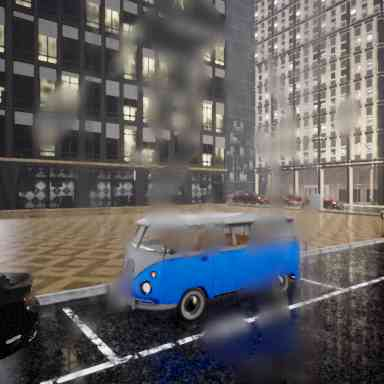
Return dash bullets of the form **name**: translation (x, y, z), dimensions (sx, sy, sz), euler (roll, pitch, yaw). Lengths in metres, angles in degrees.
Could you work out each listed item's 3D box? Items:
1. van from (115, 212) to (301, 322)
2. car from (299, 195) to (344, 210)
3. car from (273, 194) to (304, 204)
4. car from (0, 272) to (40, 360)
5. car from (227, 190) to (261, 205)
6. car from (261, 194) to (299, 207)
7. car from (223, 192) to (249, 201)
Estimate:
- **van**: translation (0.508, 1.341, 6.928), dimensions (3.998, 1.788, 1.690), euler (0, 0, -36)
- **car**: translation (14.083, 1.073, 35.615), dimensions (1.967, 1.590, 4.097), euler (1, 0, -36)
- **car**: translation (14.344, 0.988, 49.609), dimensions (1.802, 1.307, 4.206), euler (1, 0, -36)
- **car**: translation (-4.087, 1.551, 3.642), dimensions (4.403, 1.369, 2.008), euler (0, 0, -36)
- **car**: translation (7.582, 0.733, 44.669), dimensions (2.192, 1.841, 5.009), euler (1, 0, -36)
- **car**: translation (10.827, 1.107, 40.143), dimensions (1.802, 1.307, 4.206), euler (1, 0, -36)
- **car**: translation (7.740, 0.713, 58.806), dimensions (1.752, 1.417, 4.829), euler (1, 0, -36)
